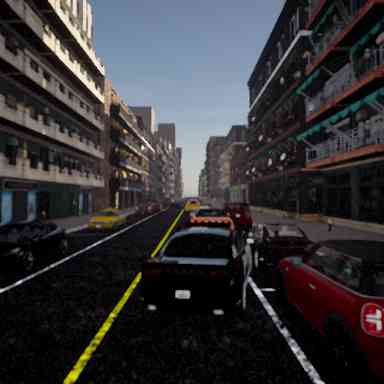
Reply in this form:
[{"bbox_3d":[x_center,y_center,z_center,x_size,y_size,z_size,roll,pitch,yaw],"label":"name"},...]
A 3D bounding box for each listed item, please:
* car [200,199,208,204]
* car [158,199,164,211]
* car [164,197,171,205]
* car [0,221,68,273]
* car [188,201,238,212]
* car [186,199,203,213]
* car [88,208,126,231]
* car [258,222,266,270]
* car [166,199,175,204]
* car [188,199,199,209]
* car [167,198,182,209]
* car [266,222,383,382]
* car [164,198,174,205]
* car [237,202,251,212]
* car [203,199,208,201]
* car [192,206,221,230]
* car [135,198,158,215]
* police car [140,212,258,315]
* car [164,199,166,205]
[{"bbox_3d":[3.012,2.383,84.441,1.887,1.381,4.507,0,-1,0],"label":"car"},{"bbox_3d":[-5.516,1.774,45.026,2.192,1.841,5.009,0,-1,0],"label":"car"},{"bbox_3d":[-5.410,2.051,73.206,2.192,1.841,5.009,0,-1,0],"label":"car"},{"bbox_3d":[-5.644,1.687,11.206,1.947,1.339,4.313,0,-1,0],"label":"car"},{"bbox_3d":[0.969,1.531,17.648,2.097,1.767,4.553,0,-1,0],"label":"car"},{"bbox_3d":[0.174,1.926,44.448,1.882,1.535,5.008,0,-1,0],"label":"car"},{"bbox_3d":[-5.602,1.758,22.309,1.752,1.417,4.829,0,-1,0],"label":"car"},{"bbox_3d":[2.737,1.664,11.171,2.008,1.369,4.403,0,-1,0],"label":"car"},{"bbox_3d":[-5.368,2.391,84.477,1.887,1.381,4.507,0,-1,0],"label":"car"},{"bbox_3d":[0.225,2.070,59.055,1.882,1.535,5.008,0,-1,0],"label":"car"},{"bbox_3d":[-2.780,2.182,57.634,1.895,1.301,4.718,0,-1,0],"label":"car"},{"bbox_3d":[2.716,1.496,5.537,1.967,1.590,4.097,0,-1,0],"label":"car"},{"bbox_3d":[-5.389,2.231,78.840,1.967,1.590,4.097,0,-1,0],"label":"car"},{"bbox_3d":[2.780,1.542,22.446,2.192,1.841,5.009,0,-1,0],"label":"car"},{"bbox_3d":[2.970,2.256,73.339,1.752,1.417,4.829,0,-1,0],"label":"car"},{"bbox_3d":[0.915,1.767,23.668,1.812,1.442,4.674,0,-1,0],"label":"car"},{"bbox_3d":[-5.538,1.843,39.389,1.967,1.590,4.097,0,-1,0],"label":"car"},{"bbox_3d":[0.421,1.505,8.016,1.930,1.638,5.238,-1,-1,13],"label":"police car"},{"bbox_3d":[-5.496,2.097,50.660,1.802,1.307,4.206,0,-1,0],"label":"car"}]
